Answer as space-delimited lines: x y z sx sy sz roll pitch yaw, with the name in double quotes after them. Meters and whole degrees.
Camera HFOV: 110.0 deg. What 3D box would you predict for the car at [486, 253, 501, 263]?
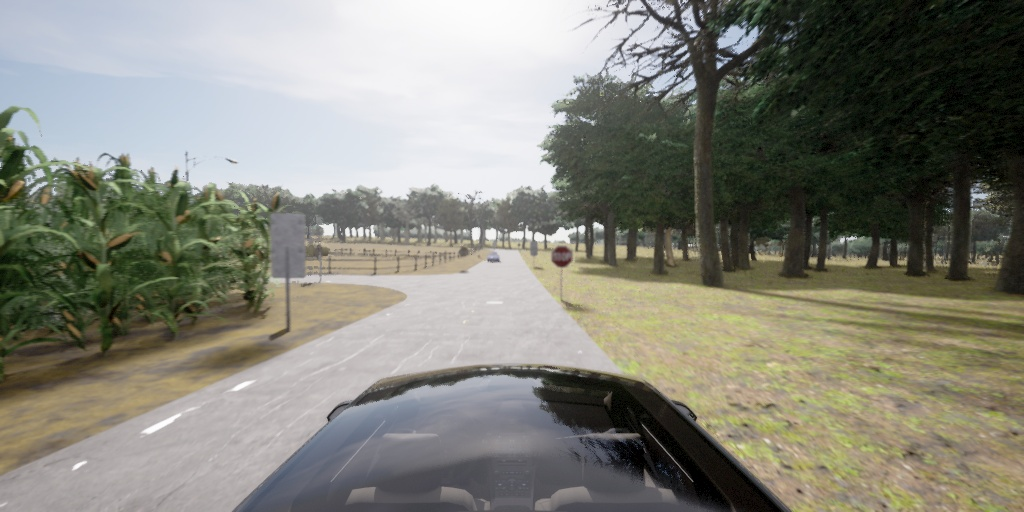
-2.743 0.236 53.528 1.812 1.442 4.674 0 2 0 "car"
